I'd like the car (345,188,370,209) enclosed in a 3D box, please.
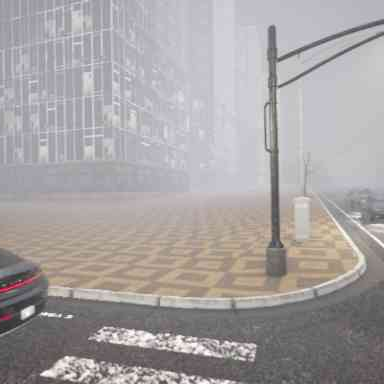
[{"bbox_3d":[13.150,0.462,25.959,2.128,1.511,4.902,-1,2,19],"label":"car"}]

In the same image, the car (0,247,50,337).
[{"bbox_3d":[-4.805,1.518,5.358,4.892,1.490,1.837,0,0,10],"label":"car"}]

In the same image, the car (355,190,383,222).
[{"bbox_3d":[10.568,0.832,18.286,1.994,1.385,4.181,-1,2,18],"label":"car"}]
